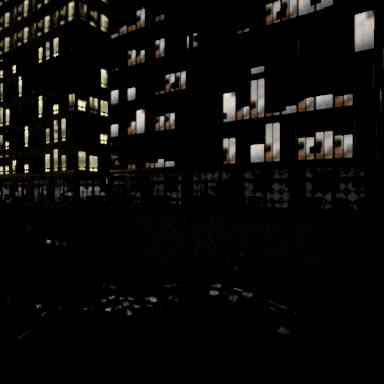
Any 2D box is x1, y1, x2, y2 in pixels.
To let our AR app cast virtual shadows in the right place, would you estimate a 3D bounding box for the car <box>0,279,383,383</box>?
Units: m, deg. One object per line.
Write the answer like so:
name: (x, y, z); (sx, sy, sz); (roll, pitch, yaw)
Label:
car: (-0.440, 1.566, 3.184); (4.313, 1.339, 1.947); (0, 0, 36)
